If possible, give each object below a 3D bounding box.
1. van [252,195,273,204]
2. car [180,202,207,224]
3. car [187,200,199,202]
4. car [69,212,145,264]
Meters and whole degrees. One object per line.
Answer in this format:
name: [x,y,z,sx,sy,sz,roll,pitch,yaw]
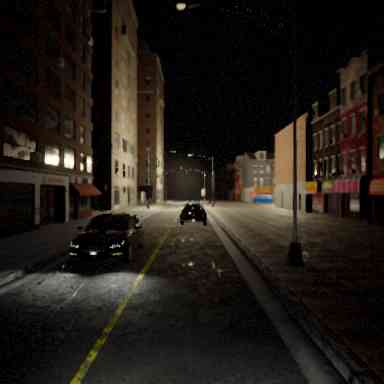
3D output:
van: [13.745,1.490,64.847,3.998,1.788,1.690,0,0,0]
car: [0.102,1.652,24.869,1.895,1.301,4.718,0,0,0]
car: [0.107,1.694,41.537,1.895,1.301,4.718,0,0,-1]
car: [-2.848,1.524,12.030,1.837,1.490,4.892,0,0,0]
